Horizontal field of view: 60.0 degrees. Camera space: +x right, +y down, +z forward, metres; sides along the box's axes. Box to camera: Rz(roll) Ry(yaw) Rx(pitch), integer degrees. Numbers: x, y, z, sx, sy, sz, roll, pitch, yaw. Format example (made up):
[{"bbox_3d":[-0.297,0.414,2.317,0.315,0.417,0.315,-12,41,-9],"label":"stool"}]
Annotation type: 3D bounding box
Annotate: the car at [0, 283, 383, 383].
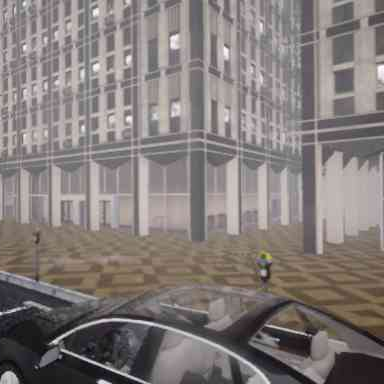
[{"bbox_3d":[-0.106,1.551,2.960,4.403,1.369,2.008,0,-1,36],"label":"car"}]
